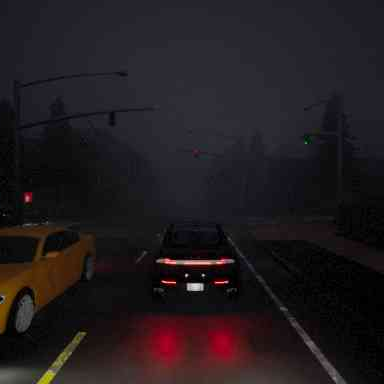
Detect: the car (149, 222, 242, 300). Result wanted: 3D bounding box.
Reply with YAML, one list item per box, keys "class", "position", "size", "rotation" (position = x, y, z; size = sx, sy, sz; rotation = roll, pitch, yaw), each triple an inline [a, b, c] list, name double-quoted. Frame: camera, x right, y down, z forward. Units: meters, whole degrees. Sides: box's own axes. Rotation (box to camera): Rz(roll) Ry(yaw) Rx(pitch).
- class: "car"
  position: [0.076, 1.492, 8.398]
  size: [2.128, 1.511, 4.902]
  rotation: [0, 0, 0]

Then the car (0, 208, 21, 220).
- class: "car"
  position: [-14.198, 1.579, 23.059]
  size: [4.181, 1.385, 1.994]
  rotation: [0, 0, -1]

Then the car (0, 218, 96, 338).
- class: "car"
  position: [-3.502, 1.477, 6.822]
  size: [1.882, 1.535, 5.008]
  rotation: [0, 0, 1]

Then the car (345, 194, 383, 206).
- class: "car"
  position: [15.856, 1.202, 28.932]
  size: [5.566, 2.045, 2.150]
  rotation: [0, 0, -8]
